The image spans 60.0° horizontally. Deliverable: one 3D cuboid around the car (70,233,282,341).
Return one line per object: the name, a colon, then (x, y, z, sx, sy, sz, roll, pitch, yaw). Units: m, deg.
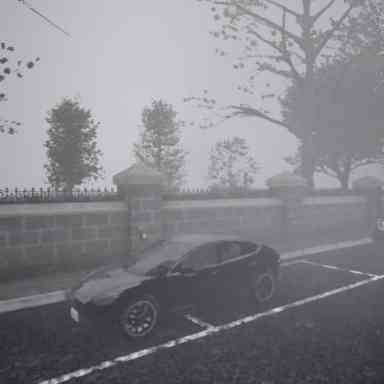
car: (-0.076, 1.540, 6.503, 4.313, 1.339, 1.947, -1, 0, -35)

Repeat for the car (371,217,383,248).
car: (9.095, 1.209, 13.034, 5.009, 1.841, 2.192, 0, 0, -35)
